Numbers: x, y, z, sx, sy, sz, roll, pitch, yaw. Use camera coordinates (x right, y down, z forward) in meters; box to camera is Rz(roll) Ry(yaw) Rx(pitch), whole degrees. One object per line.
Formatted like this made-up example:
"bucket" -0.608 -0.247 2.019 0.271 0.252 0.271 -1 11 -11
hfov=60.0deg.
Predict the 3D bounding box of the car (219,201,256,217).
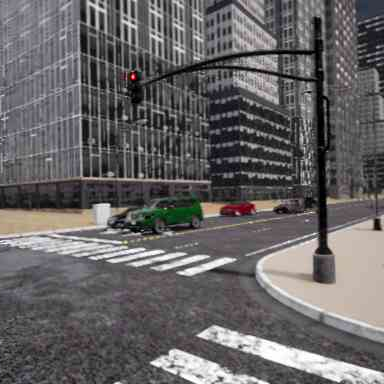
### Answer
"car" 4.616 1.639 33.531 1.882 1.535 5.008 -2 -1 38

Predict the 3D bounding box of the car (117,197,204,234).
"car" -1.531 1.354 20.479 2.150 2.045 5.566 -2 -1 38

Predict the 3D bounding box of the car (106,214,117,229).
"car" -3.652 1.721 23.025 1.837 1.490 4.892 -2 -1 38

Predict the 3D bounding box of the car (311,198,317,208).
"car" 17.570 1.599 49.842 1.812 1.442 4.674 -2 -1 38

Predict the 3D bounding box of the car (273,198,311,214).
"car" 10.704 1.598 36.009 2.033 1.411 5.357 -2 -1 38
